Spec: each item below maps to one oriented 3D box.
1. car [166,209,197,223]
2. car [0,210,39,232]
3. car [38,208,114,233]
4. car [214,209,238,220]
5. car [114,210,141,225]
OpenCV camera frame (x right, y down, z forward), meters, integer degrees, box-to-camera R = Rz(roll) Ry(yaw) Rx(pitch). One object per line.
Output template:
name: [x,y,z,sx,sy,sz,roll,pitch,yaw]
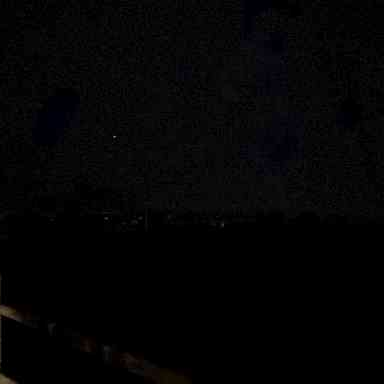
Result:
car: [-1.054,2.836,39.963,2.128,1.511,4.902,0,-2,36]
car: [-12.430,2.058,23.964,1.837,1.490,4.892,0,-2,34]
car: [-8.446,2.016,24.653,2.097,1.767,4.553,0,-2,36]
car: [5.028,3.285,48.413,1.837,1.490,4.892,0,-2,36]
car: [-7.010,2.418,31.641,2.128,1.511,4.902,0,-2,35]
